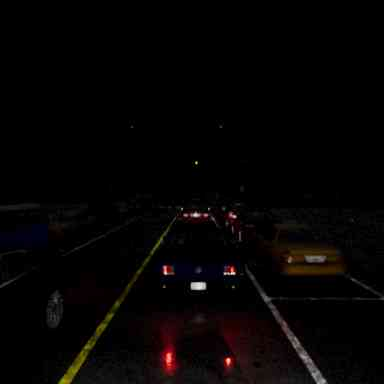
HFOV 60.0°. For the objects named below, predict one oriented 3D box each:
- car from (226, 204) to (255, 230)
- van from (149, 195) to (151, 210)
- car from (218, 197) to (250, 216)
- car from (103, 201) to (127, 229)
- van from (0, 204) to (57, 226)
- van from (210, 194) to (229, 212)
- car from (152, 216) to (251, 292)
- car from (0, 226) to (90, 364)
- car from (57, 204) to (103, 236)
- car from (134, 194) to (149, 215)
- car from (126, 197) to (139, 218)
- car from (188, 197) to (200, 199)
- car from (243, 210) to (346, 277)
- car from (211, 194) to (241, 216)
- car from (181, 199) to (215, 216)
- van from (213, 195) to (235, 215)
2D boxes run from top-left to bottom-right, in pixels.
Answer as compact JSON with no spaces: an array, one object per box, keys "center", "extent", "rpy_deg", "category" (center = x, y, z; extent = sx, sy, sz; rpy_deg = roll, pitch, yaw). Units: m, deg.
[{"center":[2.851,1.460,15.118],"extent":[1.887,1.381,4.507],"rpy_deg":[0,0,0],"category":"car"},{"center":[-5.531,1.139,36.923],"extent":[1.690,1.788,3.998],"rpy_deg":[0,0,0],"category":"van"},{"center":[2.887,1.326,20.555],"extent":[1.967,1.590,4.097],"rpy_deg":[0,0,0],"category":"car"},{"center":[-5.638,1.451,20.612],"extent":[1.947,1.339,4.313],"rpy_deg":[0,0,0],"category":"car"},{"center":[-5.710,1.285,9.736],"extent":[1.690,1.788,3.998],"rpy_deg":[0,0,0],"category":"van"},{"center":[2.994,1.140,36.866],"extent":[1.690,1.788,3.998],"rpy_deg":[0,0,0],"category":"van"},{"center":[0.147,1.551,8.766],"extent":[1.895,1.301,4.718],"rpy_deg":[0,0,0],"category":"car"},{"center":[-3.086,1.468,3.911],"extent":[2.128,1.511,4.902],"rpy_deg":[0,0,0],"category":"car"},{"center":[-5.675,1.441,15.005],"extent":[1.752,1.417,4.829],"rpy_deg":[0,0,0],"category":"car"},{"center":[-5.567,1.267,31.486],"extent":[1.967,1.590,4.097],"rpy_deg":[0,0,0],"category":"car"},{"center":[-5.604,1.382,25.879],"extent":[1.752,1.417,4.829],"rpy_deg":[0,0,0],"category":"car"},{"center":[0.220,1.286,35.138],"extent":[1.882,1.535,5.008],"rpy_deg":[0,0,1],"category":"car"},{"center":[2.816,1.470,9.850],"extent":[1.752,1.417,4.829],"rpy_deg":[0,0,0],"category":"car"},{"center":[2.922,1.172,25.992],"extent":[2.192,1.841,5.009],"rpy_deg":[0,0,0],"category":"car"},{"center":[0.237,1.423,22.452],"extent":[2.033,1.411,5.357],"rpy_deg":[0,0,0],"category":"car"},{"center":[2.958,1.169,31.429],"extent":[1.690,1.788,3.998],"rpy_deg":[0,0,0],"category":"van"}]
